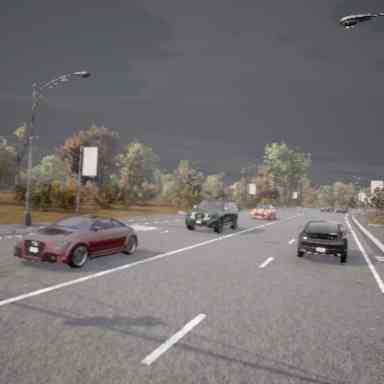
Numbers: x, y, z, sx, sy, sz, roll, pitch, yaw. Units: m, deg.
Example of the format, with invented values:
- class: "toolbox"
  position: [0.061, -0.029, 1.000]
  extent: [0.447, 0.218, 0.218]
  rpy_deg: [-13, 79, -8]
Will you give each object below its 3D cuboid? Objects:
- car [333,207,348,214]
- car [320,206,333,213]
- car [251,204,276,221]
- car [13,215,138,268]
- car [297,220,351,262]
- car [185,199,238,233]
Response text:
- class: "car"
  position: [36.144, 4.468, 80.846]
  extent: [2.033, 1.411, 5.357]
  rpy_deg: [3, -1, 28]
- class: "car"
  position: [33.038, 4.355, 82.457]
  extent: [1.895, 1.301, 4.718]
  rpy_deg: [3, -1, 28]
- class: "car"
  position: [8.131, 2.203, 37.596]
  extent: [2.097, 1.767, 4.553]
  rpy_deg: [3, -1, 24]
- class: "car"
  position: [-3.547, 1.463, 10.960]
  extent: [1.994, 1.385, 4.181]
  rpy_deg: [3, -1, 24]
- class: "car"
  position: [5.812, 1.995, 14.679]
  extent: [1.837, 1.490, 4.892]
  rpy_deg: [3, -1, 24]
- class: "car"
  position: [1.526, 1.533, 22.552]
  extent: [2.150, 2.045, 5.566]
  rpy_deg: [3, 0, 24]
